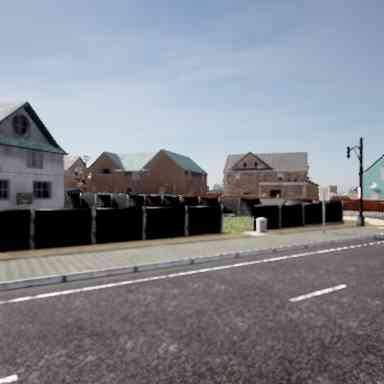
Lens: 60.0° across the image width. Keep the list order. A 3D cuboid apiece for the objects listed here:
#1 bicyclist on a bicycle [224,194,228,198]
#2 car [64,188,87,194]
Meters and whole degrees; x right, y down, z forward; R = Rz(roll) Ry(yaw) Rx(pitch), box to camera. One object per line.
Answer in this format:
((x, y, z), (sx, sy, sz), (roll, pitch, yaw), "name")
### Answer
((3.965, 1.065, 38.749), (0.582, 1.620, 1.656), (1, 0, 19), "bicyclist on a bicycle")
((-13.630, 0.601, 38.666), (5.566, 2.045, 2.150), (1, 0, 19), "car")
